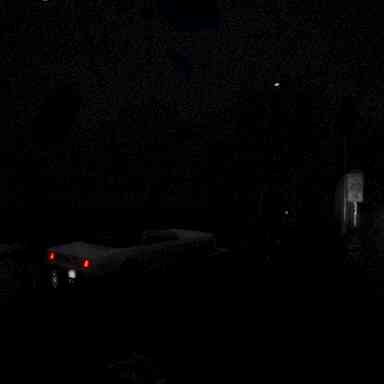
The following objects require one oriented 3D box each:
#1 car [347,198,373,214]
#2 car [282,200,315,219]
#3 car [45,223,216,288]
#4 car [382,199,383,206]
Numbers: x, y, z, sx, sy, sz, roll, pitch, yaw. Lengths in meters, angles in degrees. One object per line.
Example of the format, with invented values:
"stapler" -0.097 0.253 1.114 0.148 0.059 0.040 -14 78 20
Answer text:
"car" 16.205 1.295 32.175 2.128 1.511 4.902 0 0 37
"car" 8.339 1.370 26.686 1.994 1.385 4.181 0 0 37
"car" -1.307 1.499 9.091 1.895 1.301 4.718 0 1 37
"car" 29.924 1.416 50.251 1.812 1.442 4.674 0 0 37
